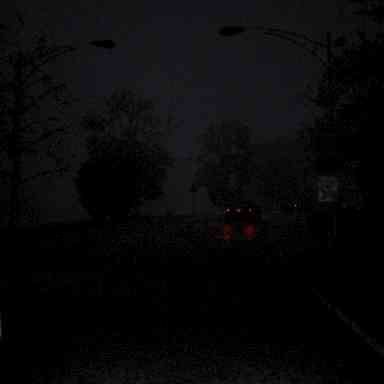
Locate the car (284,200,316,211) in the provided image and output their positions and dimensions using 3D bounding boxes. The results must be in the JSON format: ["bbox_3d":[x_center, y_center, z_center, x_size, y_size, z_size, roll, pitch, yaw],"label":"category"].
[{"bbox_3d":[13.326,1.658,40.119,1.994,1.385,4.181,-4,-5,42],"label":"car"}]

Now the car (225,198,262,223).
[{"bbox_3d":[4.028,1.330,25.419,2.097,1.767,4.553,-2,0,20],"label":"car"}]

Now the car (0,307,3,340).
[{"bbox_3d":[-3.274,1.606,1.822,1.895,1.301,4.718,0,0,1],"label":"car"}]

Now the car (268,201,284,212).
[{"bbox_3d":[11.651,1.897,43.336,1.994,1.385,4.181,-4,-6,45],"label":"car"}]
